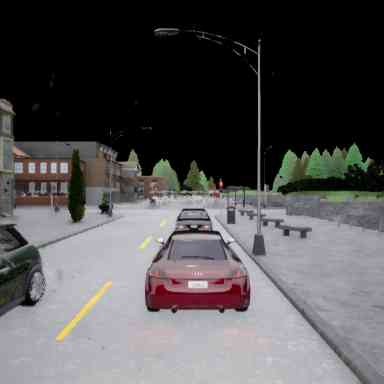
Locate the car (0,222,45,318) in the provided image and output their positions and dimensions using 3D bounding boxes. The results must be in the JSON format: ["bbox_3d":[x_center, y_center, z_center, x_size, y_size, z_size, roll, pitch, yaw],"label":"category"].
[{"bbox_3d":[-4.102,1.352,4.994,2.097,1.767,4.553,0,0,0],"label":"car"}]

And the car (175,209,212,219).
[{"bbox_3d":[0.081,1.547,16.972,2.033,1.411,5.357,0,0,0],"label":"car"}]

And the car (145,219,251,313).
[{"bbox_3d":[0.094,1.564,7.736,1.994,1.385,4.181,0,0,0],"label":"car"}]
